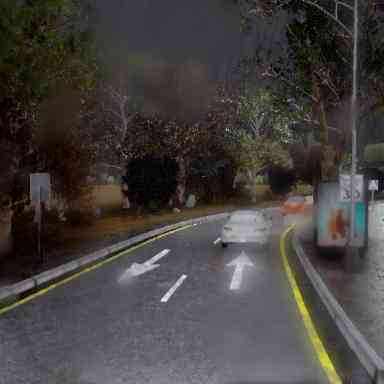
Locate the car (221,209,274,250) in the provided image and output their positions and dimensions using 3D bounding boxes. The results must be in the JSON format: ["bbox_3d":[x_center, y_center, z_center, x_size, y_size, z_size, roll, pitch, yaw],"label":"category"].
[{"bbox_3d":[2.398,1.446,14.009,1.812,1.442,4.674,1,1,15],"label":"car"}]

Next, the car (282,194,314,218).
[{"bbox_3d":[9.008,0.989,26.590,2.097,1.767,4.553,2,2,41],"label":"car"}]
